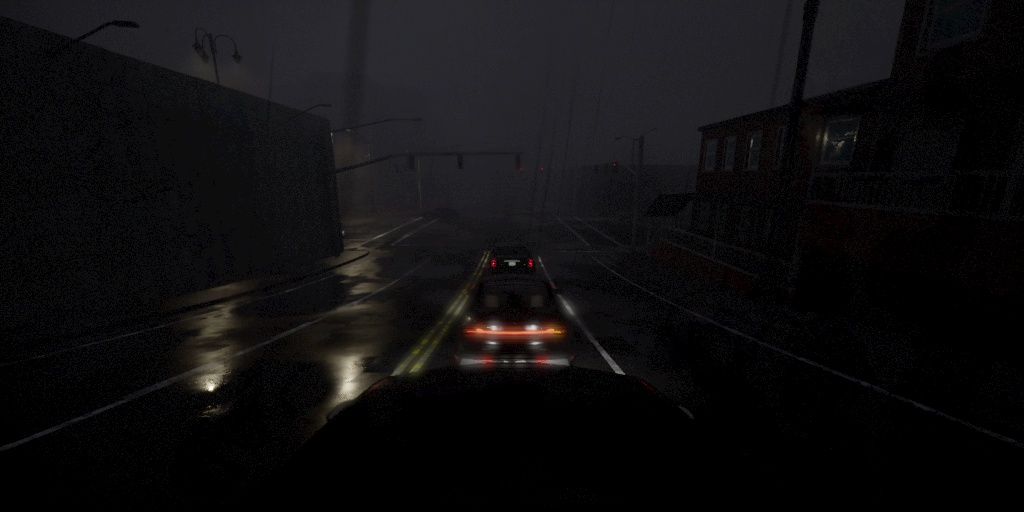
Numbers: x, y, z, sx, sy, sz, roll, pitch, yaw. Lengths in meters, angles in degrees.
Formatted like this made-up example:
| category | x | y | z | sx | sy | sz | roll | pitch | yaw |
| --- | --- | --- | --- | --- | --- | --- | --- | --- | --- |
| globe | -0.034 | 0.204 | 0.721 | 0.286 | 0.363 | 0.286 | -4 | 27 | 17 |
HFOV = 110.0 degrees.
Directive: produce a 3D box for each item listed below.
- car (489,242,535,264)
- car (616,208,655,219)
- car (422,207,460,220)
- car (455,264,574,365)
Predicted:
| category | x | y | z | sx | sy | sz | roll | pitch | yaw |
| --- | --- | --- | --- | --- | --- | --- | --- | --- | --- |
| car | 0.013 | 0.085 | 17.446 | 2.097 | 1.767 | 4.553 | 0 | 7 | 0 |
| car | 15.848 | -5.428 | 46.097 | 4.718 | 1.301 | 1.895 | 0 | 12 | 0 |
| car | -9.144 | -5.540 | 46.167 | 4.892 | 1.490 | 1.837 | 0 | 12 | 0 |
| car | 0.052 | 1.122 | 7.195 | 1.837 | 1.490 | 4.892 | 0 | 2 | 0 |
